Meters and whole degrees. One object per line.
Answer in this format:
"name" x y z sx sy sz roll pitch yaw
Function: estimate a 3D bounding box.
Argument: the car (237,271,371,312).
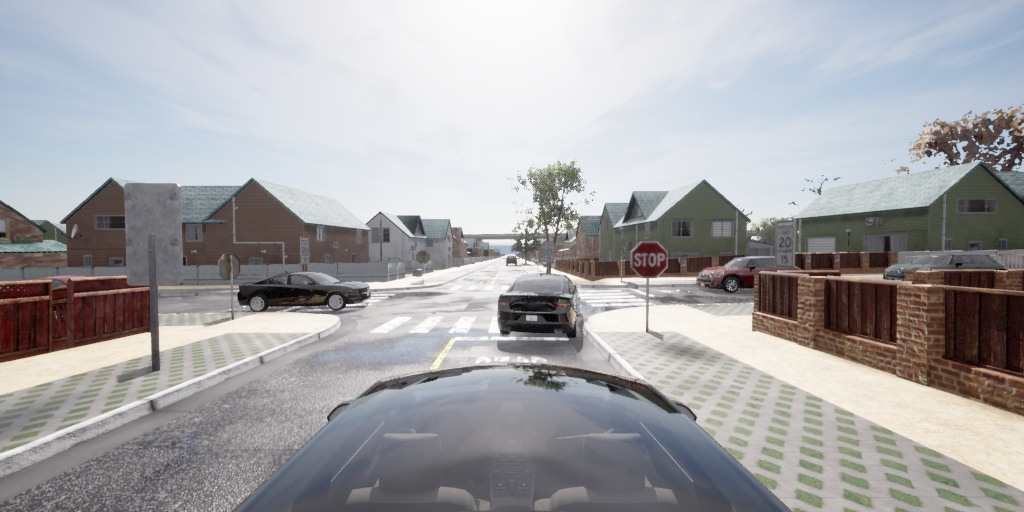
"car" -8.485 1.376 14.866 5.008 1.535 1.882 -1 2 0

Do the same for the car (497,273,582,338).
"car" 0.947 1.224 10.351 1.882 1.535 5.008 0 0 12

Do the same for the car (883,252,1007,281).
"car" 21.681 0.645 18.059 4.553 1.767 2.097 -1 2 0

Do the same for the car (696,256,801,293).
"car" 11.786 0.820 17.975 4.553 1.767 2.097 -1 2 0

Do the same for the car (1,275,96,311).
"car" -18.038 1.546 14.791 5.008 1.535 1.882 -1 2 0
